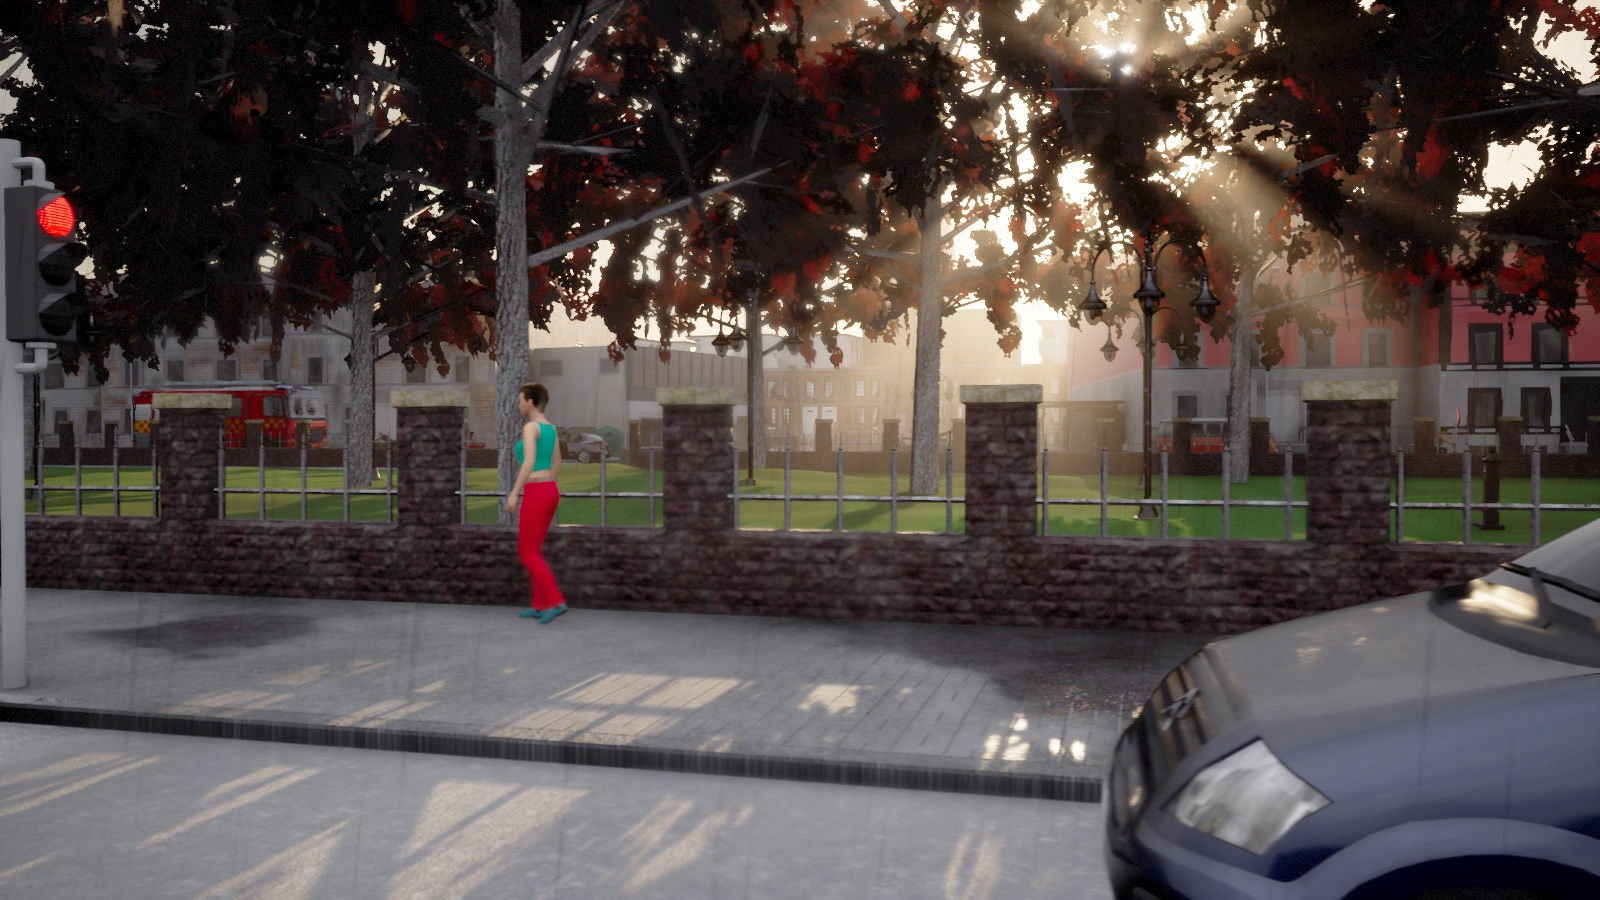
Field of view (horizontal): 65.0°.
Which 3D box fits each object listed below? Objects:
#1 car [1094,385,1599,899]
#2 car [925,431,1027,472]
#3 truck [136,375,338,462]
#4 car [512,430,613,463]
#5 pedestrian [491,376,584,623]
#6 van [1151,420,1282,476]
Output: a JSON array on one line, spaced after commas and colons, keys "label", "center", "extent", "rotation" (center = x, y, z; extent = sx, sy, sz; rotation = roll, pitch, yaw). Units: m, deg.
[{"label": "car", "center": [2.721, 0.692, 2.835], "extent": [3.988, 1.617, 1.851], "rotation": [1, 1, 13]}, {"label": "car", "center": [6.815, 0.038, 48.589], "extent": [3.705, 1.549, 1.789], "rotation": [1, 1, 15]}, {"label": "truck", "center": [-25.689, -1.444, 57.351], "extent": [8.468, 3.827, 2.891], "rotation": [1, 1, 15]}, {"label": "car", "center": [-10.857, -0.180, 57.514], "extent": [4.193, 1.474, 1.816], "rotation": [1, 1, 15]}, {"label": "pedestrian", "center": [-2.003, 0.364, 9.595], "extent": [0.594, 1.836, 0.345], "rotation": [1, 1, 16]}, {"label": "van", "center": [15.280, -0.100, 46.295], "extent": [4.442, 1.987, 1.775], "rotation": [1, 1, 15]}]
